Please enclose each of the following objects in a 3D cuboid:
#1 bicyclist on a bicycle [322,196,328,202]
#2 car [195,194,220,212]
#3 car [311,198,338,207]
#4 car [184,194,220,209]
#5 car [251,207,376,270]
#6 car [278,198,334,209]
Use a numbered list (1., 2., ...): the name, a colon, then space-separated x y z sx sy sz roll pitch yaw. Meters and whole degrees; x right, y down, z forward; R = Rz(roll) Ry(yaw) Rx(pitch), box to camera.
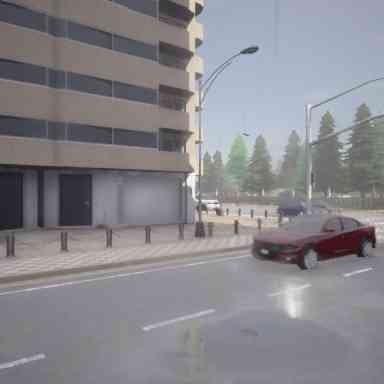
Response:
1. bicyclist on a bicycle: 17.327 1.356 43.456 1.656 1.620 0.582 0 0 -36
2. car: 1.297 1.272 40.925 2.150 2.045 5.566 0 1 -36
3. car: 11.947 1.408 32.140 2.097 1.767 4.553 0 0 -36
4. car: 1.312 1.276 46.892 2.150 2.045 5.566 0 0 -36
5. car: 4.186 1.477 11.167 5.008 1.535 1.882 0 0 -35
6. car: 9.647 1.581 29.350 1.812 1.442 4.674 0 0 -36
